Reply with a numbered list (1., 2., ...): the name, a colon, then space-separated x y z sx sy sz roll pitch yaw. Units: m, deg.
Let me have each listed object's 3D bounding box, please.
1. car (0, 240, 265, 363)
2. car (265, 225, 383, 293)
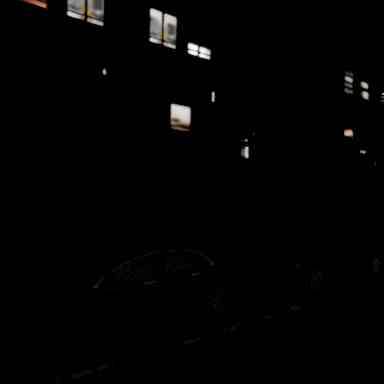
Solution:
1. car: -1.062 1.575 5.802 4.403 1.369 2.008 1 0 -36
2. car: 3.525 1.627 9.076 4.507 1.381 1.887 1 0 -36
